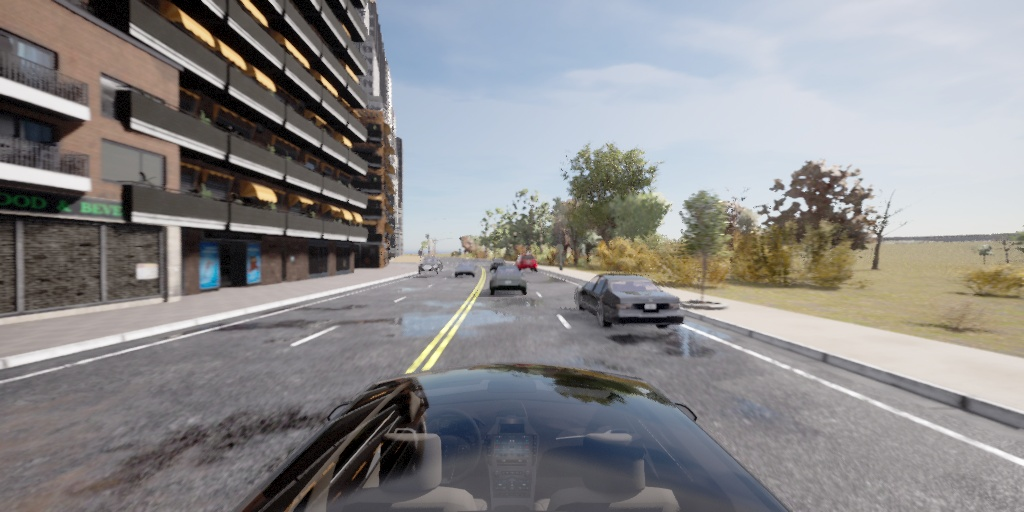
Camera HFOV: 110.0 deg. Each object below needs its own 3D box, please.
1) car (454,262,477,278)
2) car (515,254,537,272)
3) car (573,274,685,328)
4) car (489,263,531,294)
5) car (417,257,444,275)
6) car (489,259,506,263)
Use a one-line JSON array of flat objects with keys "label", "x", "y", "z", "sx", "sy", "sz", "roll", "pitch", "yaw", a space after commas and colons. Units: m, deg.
[{"label": "car", "x": -4.272, "y": 1.277, "z": 33.580, "sx": 2.033, "sy": 1.411, "sz": 5.357, "roll": 0, "pitch": 0, "yaw": -4}, {"label": "car", "x": 1.656, "y": 0.843, "z": 42.728, "sx": 2.150, "sy": 2.045, "sz": 5.566, "roll": 0, "pitch": 0, "yaw": -5}, {"label": "car", "x": 3.282, "y": 1.261, "z": 11.163, "sx": 2.033, "sy": 1.411, "sz": 5.357, "roll": 0, "pitch": 0, "yaw": -1}, {"label": "car", "x": -0.254, "y": 1.265, "z": 19.852, "sx": 1.994, "sy": 1.385, "sz": 4.181, "roll": 0, "pitch": 0, "yaw": -2}, {"label": "car", "x": -7.517, "y": 0.865, "z": 33.367, "sx": 2.128, "sy": 1.511, "sz": 4.902, "roll": 0, "pitch": 0, "yaw": -4}, {"label": "car", "x": -1.750, "y": 1.133, "z": 44.282, "sx": 1.837, "sy": 1.490, "sz": 4.892, "roll": 0, "pitch": 0, "yaw": -5}]
